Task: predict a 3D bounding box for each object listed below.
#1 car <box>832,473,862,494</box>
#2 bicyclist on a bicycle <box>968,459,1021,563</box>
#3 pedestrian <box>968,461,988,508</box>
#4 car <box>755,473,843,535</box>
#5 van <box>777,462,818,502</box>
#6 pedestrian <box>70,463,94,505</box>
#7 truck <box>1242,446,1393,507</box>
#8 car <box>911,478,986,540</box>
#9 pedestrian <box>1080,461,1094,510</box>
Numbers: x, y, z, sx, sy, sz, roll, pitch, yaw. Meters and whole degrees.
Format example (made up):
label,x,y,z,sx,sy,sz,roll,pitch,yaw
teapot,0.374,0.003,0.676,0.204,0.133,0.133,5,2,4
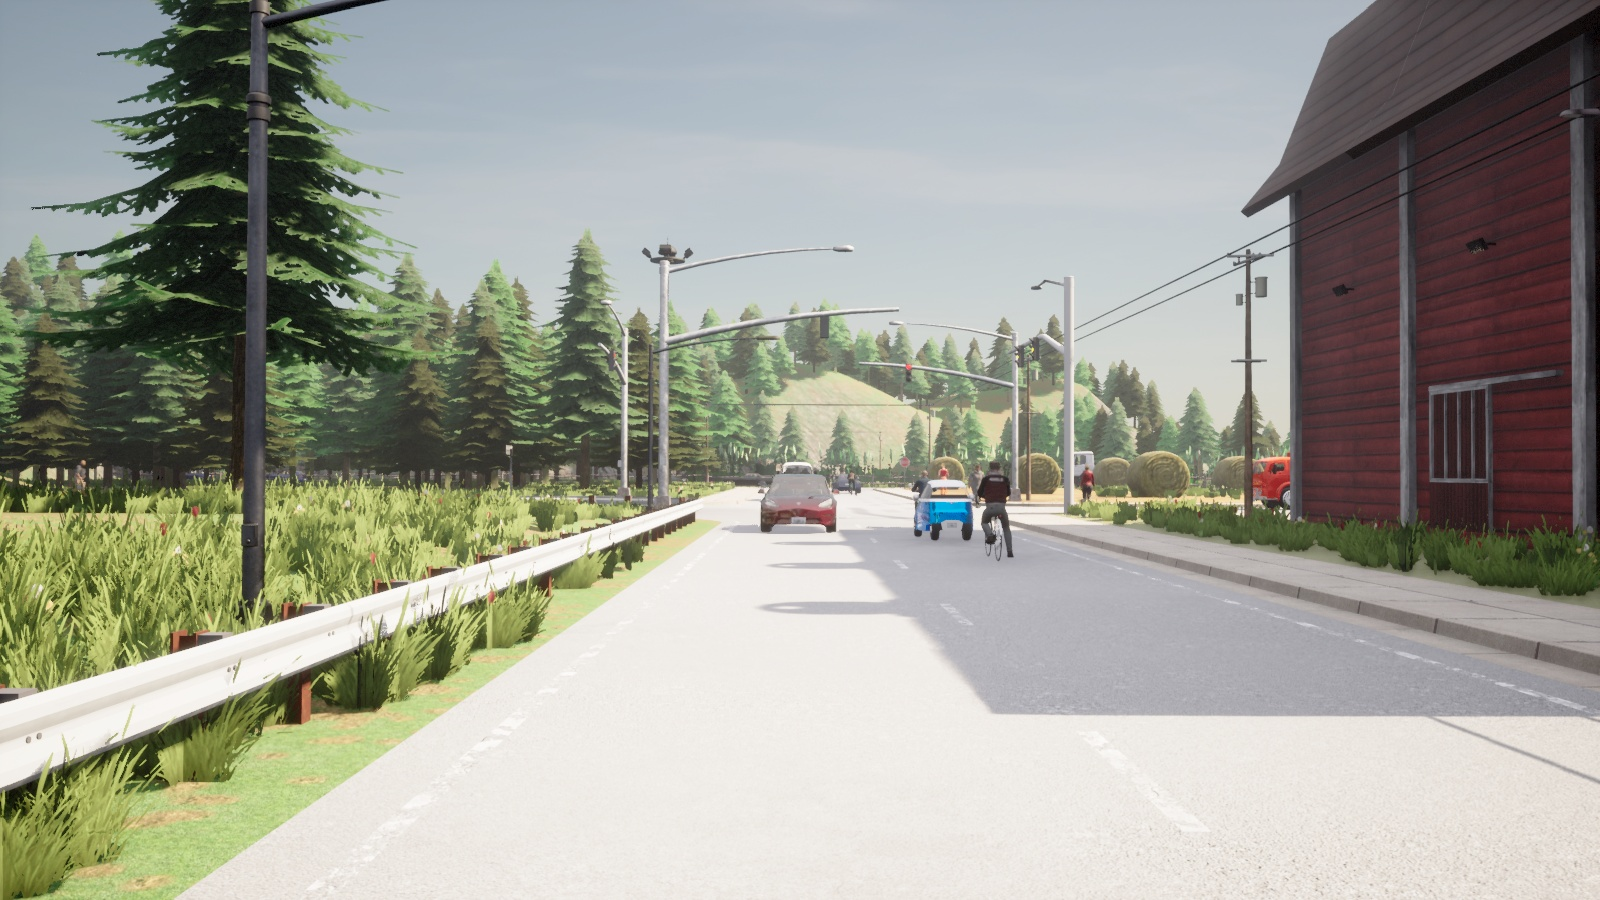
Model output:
label,x,y,z,sx,sy,sz,roll,pitch,yaw
car,3.304,2.354,88.869,1.994,1.385,4.181,0,-1,0
bicyclist on a bicycle,3.450,1.047,22.406,0.659,1.776,1.843,0,-1,0
pedestrian,7.440,1.441,52.593,0.659,1.952,0.873,0,-1,-4
car,-0.015,1.373,33.313,2.163,1.488,4.792,0,-1,0
van,-0.147,1.652,66.455,2.069,2.038,4.480,0,-1,0
pedestrian,-31.639,1.503,55.341,0.694,1.848,0.540,0,-1,1
truck,21.534,1.089,52.427,5.204,2.467,2.627,0,-1,-1
car,3.436,1.348,29.386,1.481,1.376,2.207,0,-1,0
pedestrian,10.815,1.339,47.299,0.331,1.846,0.636,0,-1,-3
